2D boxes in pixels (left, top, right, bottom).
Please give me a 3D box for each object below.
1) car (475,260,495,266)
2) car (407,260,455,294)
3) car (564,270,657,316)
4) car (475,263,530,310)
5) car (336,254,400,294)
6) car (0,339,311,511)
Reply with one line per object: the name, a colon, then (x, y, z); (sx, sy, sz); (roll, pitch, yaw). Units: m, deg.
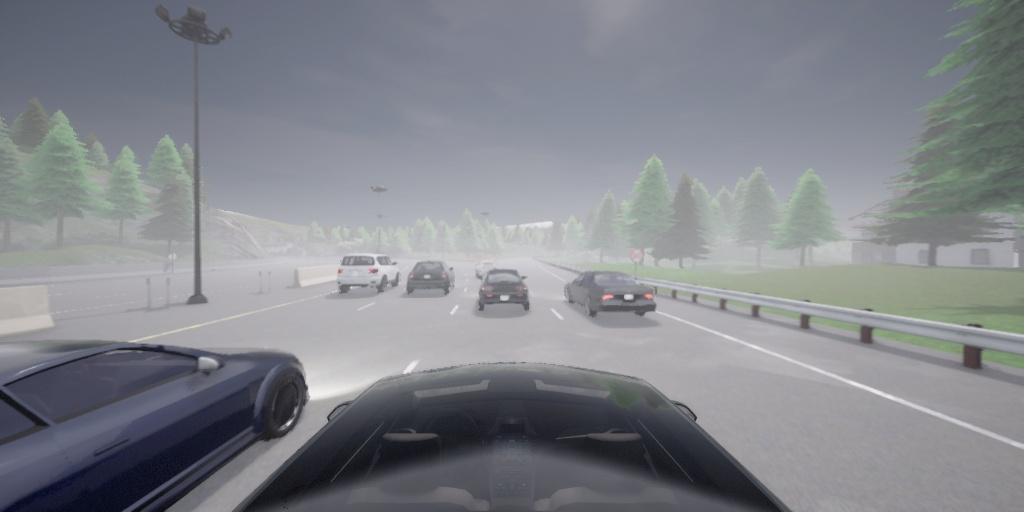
car: (-2.201, 1.102, 31.662); (1.812, 1.442, 4.674); (0, 0, -8)
car: (-4.306, 1.012, 19.611); (2.097, 1.767, 4.553); (0, 0, -5)
car: (3.232, 1.215, 12.857); (2.033, 1.411, 5.357); (0, 0, -3)
car: (-0.371, 1.201, 14.177); (1.812, 1.442, 4.674); (0, 0, -3)
car: (-7.853, 0.894, 20.062); (2.150, 2.045, 5.566); (0, 0, -6)
car: (-3.480, 1.323, 2.726); (1.994, 1.385, 4.181); (0, 0, 0)
